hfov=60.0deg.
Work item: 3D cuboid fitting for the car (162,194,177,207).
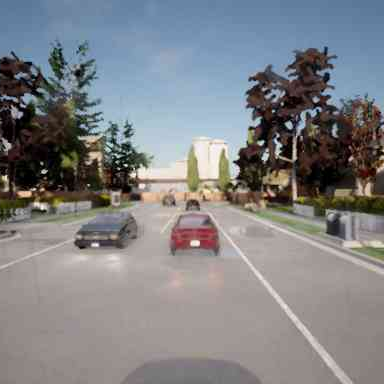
[{"bbox_3d":[-3.760,1.372,55.870,2.150,2.045,5.566,0,0,-4],"label":"car"}]

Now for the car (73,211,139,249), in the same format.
[{"bbox_3d":[-3.595,1.598,15.037,2.033,1.411,5.357,0,0,0],"label":"car"}]

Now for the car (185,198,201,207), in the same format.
[{"bbox_3d":[0.113,1.630,44.834,1.837,1.490,4.892,0,0,0],"label":"car"}]

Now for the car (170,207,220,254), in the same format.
[{"bbox_3d":[0.105,1.573,13.527,1.812,1.442,4.674,0,0,0],"label":"car"}]
